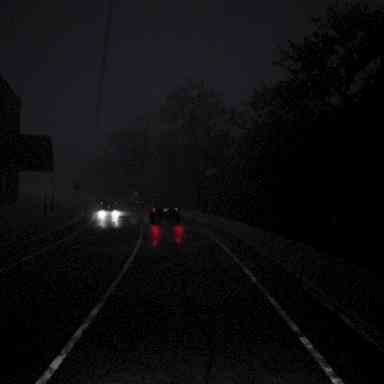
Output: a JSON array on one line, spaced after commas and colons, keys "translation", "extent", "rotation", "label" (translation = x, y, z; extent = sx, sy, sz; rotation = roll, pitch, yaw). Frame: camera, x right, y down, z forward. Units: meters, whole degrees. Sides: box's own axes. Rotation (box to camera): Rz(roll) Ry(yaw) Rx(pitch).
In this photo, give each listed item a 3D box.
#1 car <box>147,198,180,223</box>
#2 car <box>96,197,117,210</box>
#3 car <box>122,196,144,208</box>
[{"translation": [-2.229, 1.259, 24.952], "extent": [2.097, 1.767, 4.553], "rotation": [0, 0, -11], "label": "car"}, {"translation": [-9.618, 1.252, 37.470], "extent": [1.895, 1.301, 4.718], "rotation": [1, 1, -21], "label": "car"}, {"translation": [-7.427, 1.174, 41.952], "extent": [2.033, 1.411, 5.357], "rotation": [1, 1, -23], "label": "car"}]
